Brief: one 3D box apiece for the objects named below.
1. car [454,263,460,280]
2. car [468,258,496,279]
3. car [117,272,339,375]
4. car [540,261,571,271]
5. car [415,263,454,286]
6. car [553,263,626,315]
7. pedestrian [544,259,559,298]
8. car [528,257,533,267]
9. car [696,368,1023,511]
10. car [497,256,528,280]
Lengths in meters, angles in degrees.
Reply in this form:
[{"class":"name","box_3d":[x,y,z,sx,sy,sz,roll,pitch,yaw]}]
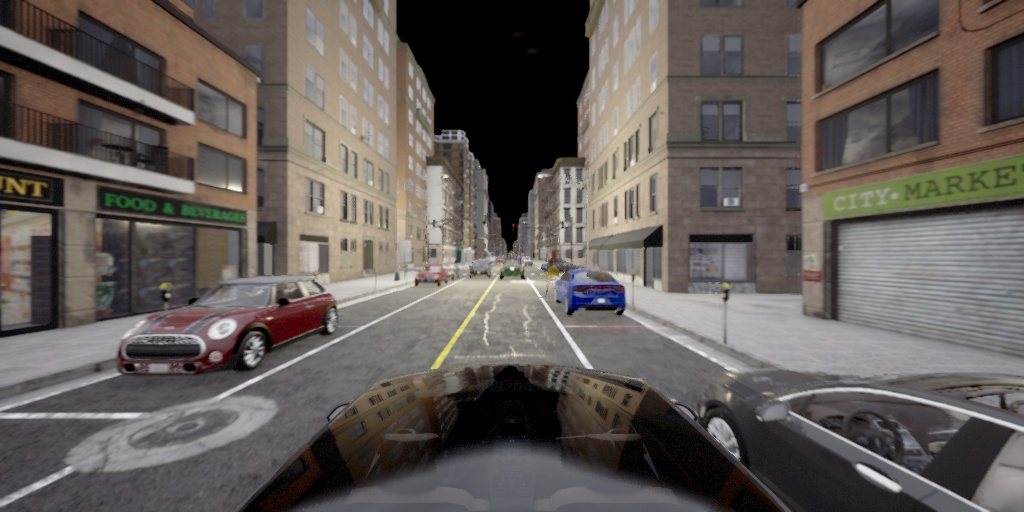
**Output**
[{"class":"car","box_3d":[-5.396,1.262,30.189,2.007,1.370,4.403,0,0,0]},{"class":"car","box_3d":[-2.790,1.215,32.660,1.837,1.490,4.892,0,0,0]},{"class":"car","box_3d":[-5.389,1.182,7.462,1.967,1.591,4.097,0,0,0]},{"class":"car","box_3d":[6.066,1.280,41.990,5.357,1.411,2.033,0,0,-15]},{"class":"car","box_3d":[-5.395,1.302,24.507,1.802,1.307,4.207,0,0,0]},{"class":"car","box_3d":[2.746,1.214,13.501,1.882,1.535,5.008,0,0,0]},{"class":"pedestrian","box_3d":[1.789,1.025,16.336,0.375,1.860,0.375,0,0,-10]},{"class":"car","box_3d":[2.621,1.214,62.474,2.007,1.370,4.403,0,0,0]},{"class":"car","box_3d":[2.637,1.301,1.786,2.007,1.370,4.403,0,0,0]},{"class":"car","box_3d":[0.032,1.063,31.031,2.097,1.767,4.553,0,0,1]}]
